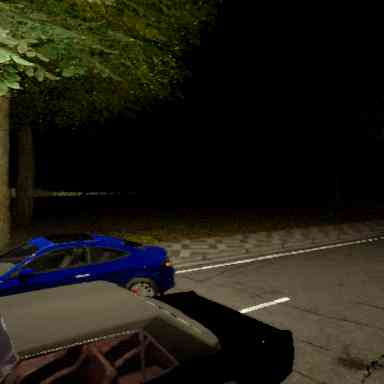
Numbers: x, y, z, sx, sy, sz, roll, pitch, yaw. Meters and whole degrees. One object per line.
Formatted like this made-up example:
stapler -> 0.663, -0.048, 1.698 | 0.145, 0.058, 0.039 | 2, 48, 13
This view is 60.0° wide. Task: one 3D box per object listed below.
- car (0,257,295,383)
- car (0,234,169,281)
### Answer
car -> -1.369, 1.600, 2.711 | 4.718, 1.301, 1.895 | 0, 0, -35
car -> -2.487, 1.524, 5.905 | 4.674, 1.442, 1.812 | 0, 0, -35
